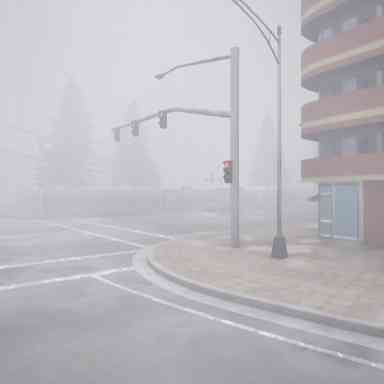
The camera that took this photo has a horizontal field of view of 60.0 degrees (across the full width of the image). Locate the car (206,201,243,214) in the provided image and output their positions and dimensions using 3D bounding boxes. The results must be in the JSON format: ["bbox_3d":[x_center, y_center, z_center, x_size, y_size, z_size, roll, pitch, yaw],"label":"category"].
[{"bbox_3d":[3.551,1.619,36.110,4.181,1.385,1.994,0,0,-37],"label":"car"}]
